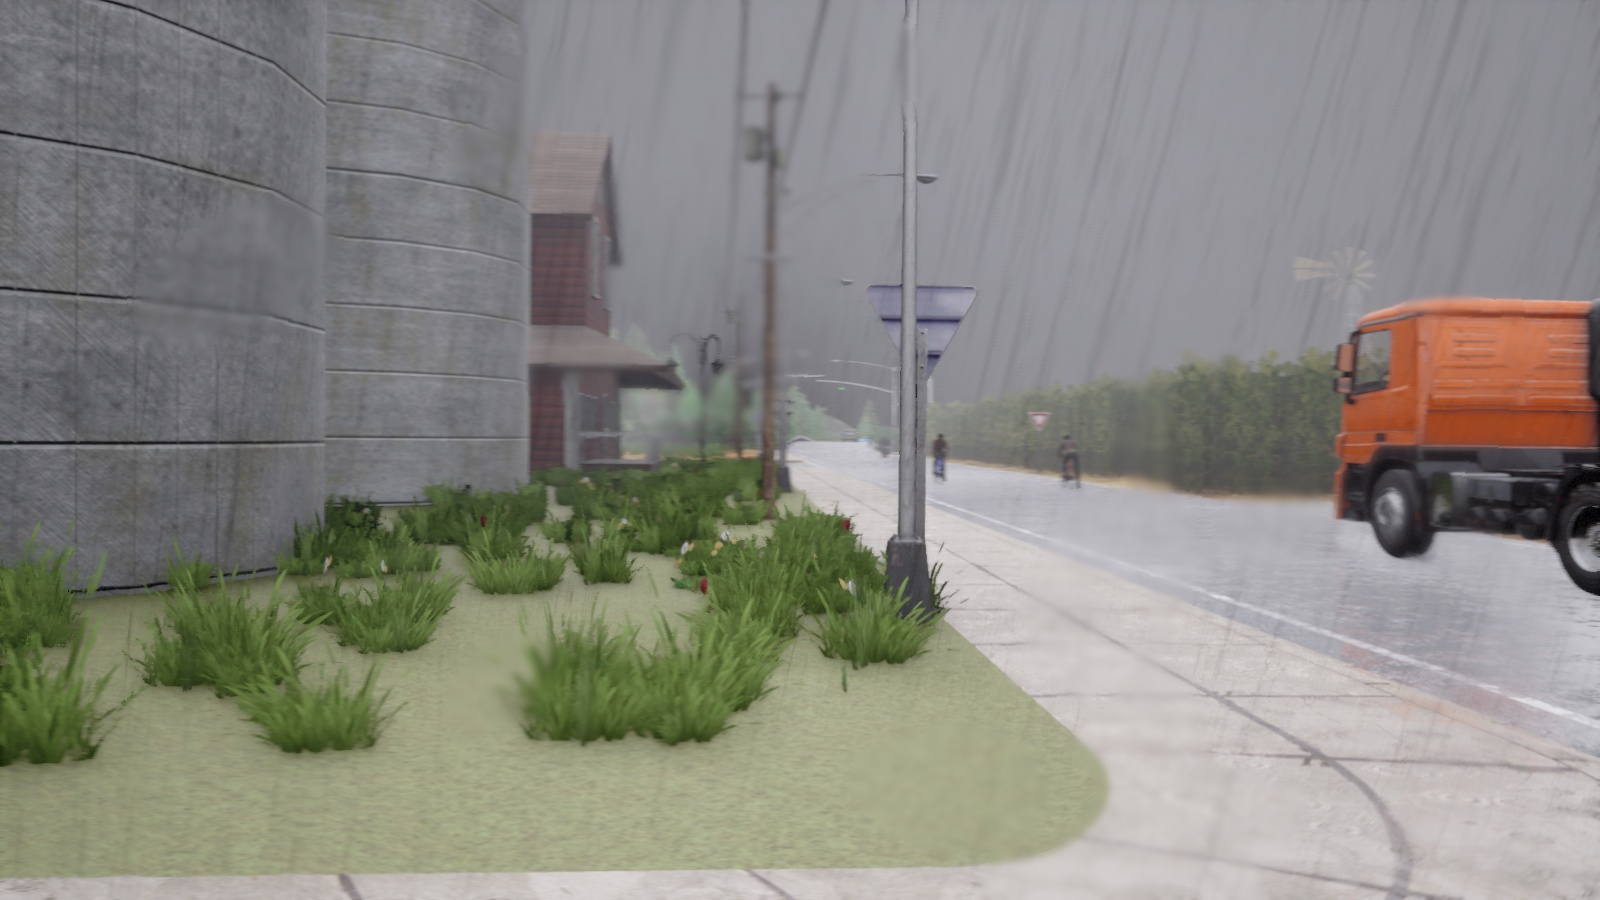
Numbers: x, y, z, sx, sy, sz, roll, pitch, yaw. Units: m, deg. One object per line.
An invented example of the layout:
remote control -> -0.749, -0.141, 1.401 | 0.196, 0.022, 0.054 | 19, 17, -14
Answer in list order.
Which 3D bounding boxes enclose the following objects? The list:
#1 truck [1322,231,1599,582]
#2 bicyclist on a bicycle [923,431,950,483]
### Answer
truck -> 9.233, -0.469, 14.314 | 2.891, 3.462, 7.936 | -1, 1, -3
bicyclist on a bicycle -> 4.316, 0.200, 39.875 | 0.582, 1.620, 1.656 | -1, 1, -3
